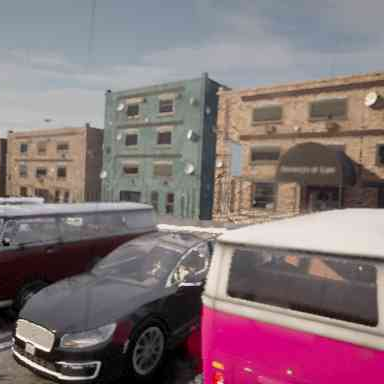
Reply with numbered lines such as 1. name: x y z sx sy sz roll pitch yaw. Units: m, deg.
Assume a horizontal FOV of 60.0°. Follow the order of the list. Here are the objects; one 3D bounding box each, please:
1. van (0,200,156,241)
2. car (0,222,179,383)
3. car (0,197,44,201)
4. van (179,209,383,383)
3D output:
1. van: -2.738 1.238 7.204 1.878 1.987 4.442 0 0 35
2. car: -0.385 1.472 5.678 2.231 1.521 4.892 0 0 35
3. car: -7.256 1.198 10.527 2.435 2.045 5.566 0 0 35
4. van: 1.964 1.253 4.140 1.878 1.987 4.442 0 0 35
